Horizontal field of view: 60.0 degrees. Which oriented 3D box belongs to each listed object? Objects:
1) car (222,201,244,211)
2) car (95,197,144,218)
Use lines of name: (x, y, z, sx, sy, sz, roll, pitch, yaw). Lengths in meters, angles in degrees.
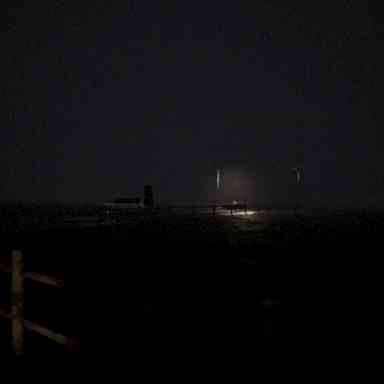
car: (6.789, 2.278, 54.524, 2.128, 1.511, 4.902, 0, -1, 36)
car: (-7.417, 1.527, 34.727, 2.150, 2.045, 5.566, 0, -1, 36)
